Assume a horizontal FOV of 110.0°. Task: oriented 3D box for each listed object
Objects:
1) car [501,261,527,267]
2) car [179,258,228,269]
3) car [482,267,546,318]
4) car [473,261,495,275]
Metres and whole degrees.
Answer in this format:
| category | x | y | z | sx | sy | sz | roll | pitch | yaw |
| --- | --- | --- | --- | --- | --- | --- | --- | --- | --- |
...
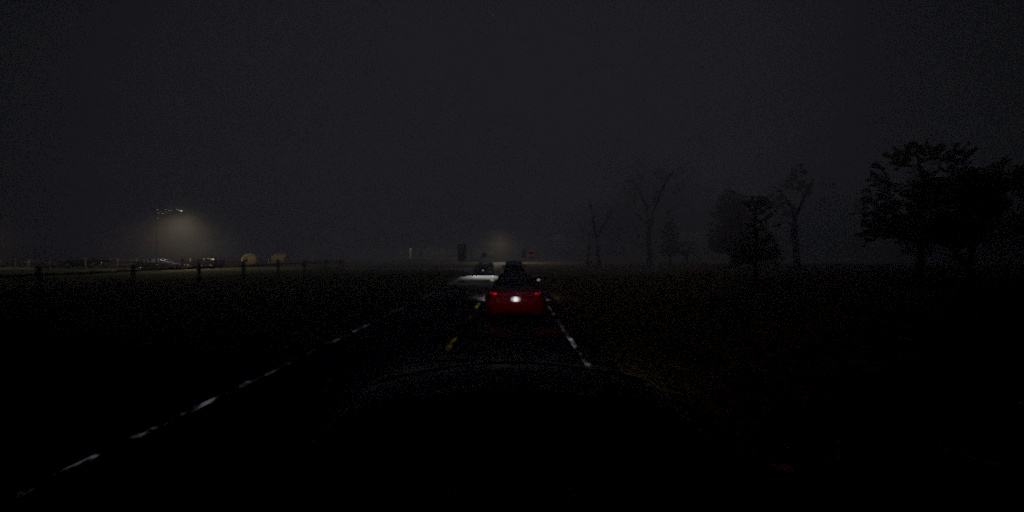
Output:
| category | x | y | z | sx | sy | sz | roll | pitch | yaw |
| --- | --- | --- | --- | --- | --- | --- | --- | --- | --- |
| car | 0.156 | 1.140 | 29.702 | 1.837 | 1.490 | 4.892 | 0 | 0 | 0 |
| car | -42.241 | 1.022 | 49.538 | 4.892 | 1.490 | 1.837 | 0 | -1 | -4 |
| car | 0.121 | 1.271 | 12.836 | 1.994 | 1.385 | 4.181 | 0 | 0 | 0 |
| car | -2.692 | 1.174 | 35.529 | 1.994 | 1.385 | 4.181 | 0 | 0 | 1 |
